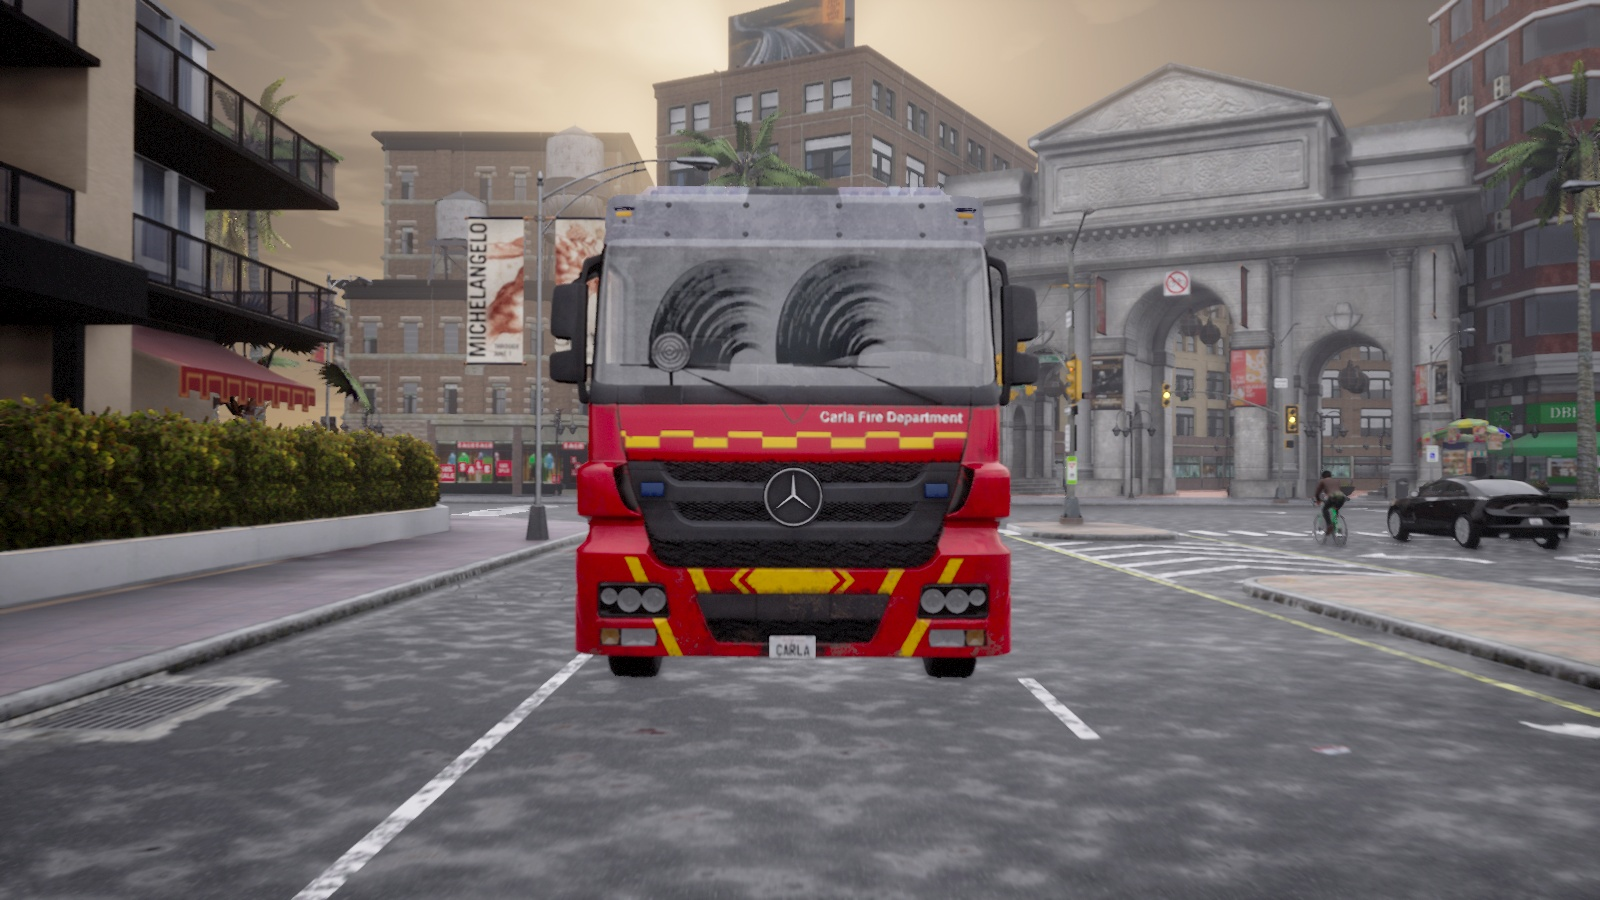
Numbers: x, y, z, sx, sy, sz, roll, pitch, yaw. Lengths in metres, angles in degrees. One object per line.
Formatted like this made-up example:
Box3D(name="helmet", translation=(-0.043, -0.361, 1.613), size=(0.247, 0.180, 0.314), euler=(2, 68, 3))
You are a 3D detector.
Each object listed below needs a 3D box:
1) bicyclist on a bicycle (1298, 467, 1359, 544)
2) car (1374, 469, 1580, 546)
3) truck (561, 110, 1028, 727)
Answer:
Box3D(name="bicyclist on a bicycle", translation=(11.380, 1.179, 27.086), size=(0.582, 1.620, 1.656), euler=(0, -1, 0))
Box3D(name="car", translation=(14.873, 1.204, 27.954), size=(1.882, 1.535, 5.008), euler=(0, -1, 0))
Box3D(name="truck", translation=(-0.055, -0.149, 12.037), size=(2.891, 3.827, 8.468), euler=(0, -1, 0))
